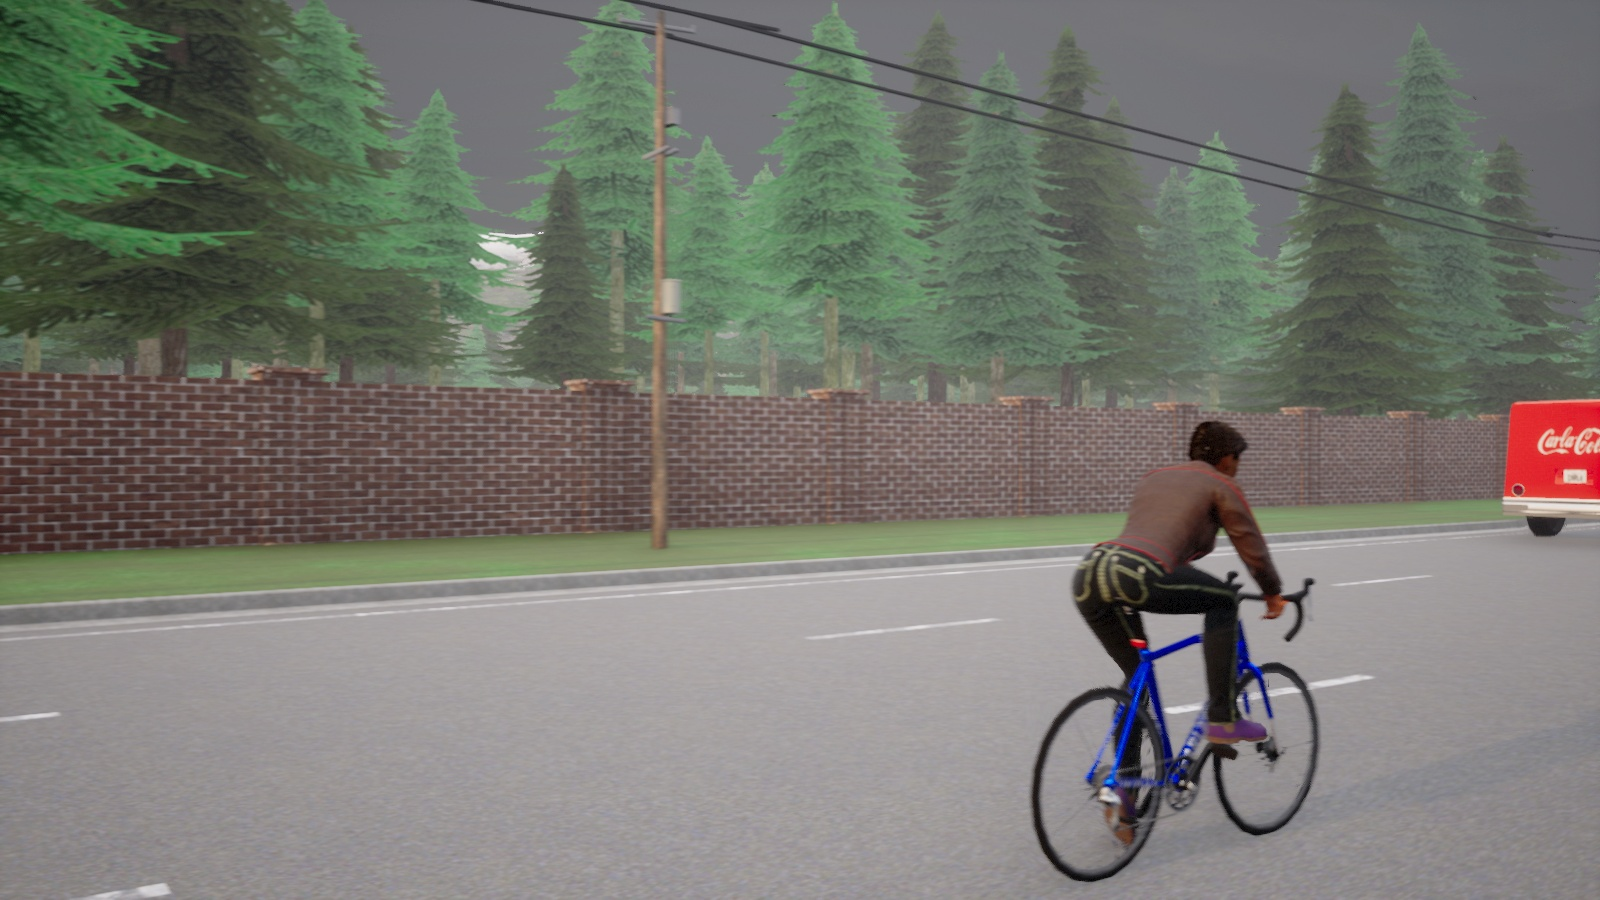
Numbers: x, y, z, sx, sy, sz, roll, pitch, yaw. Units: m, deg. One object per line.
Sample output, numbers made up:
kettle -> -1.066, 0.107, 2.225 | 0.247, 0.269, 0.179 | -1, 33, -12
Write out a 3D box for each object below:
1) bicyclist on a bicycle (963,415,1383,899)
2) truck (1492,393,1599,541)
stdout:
bicyclist on a bicycle -> 1.420, 0.705, 4.647 | 1.656, 1.620, 0.582 | 0, 0, -35
truck -> 15.226, 0.276, 22.786 | 5.204, 2.467, 2.627 | 0, 0, -35
